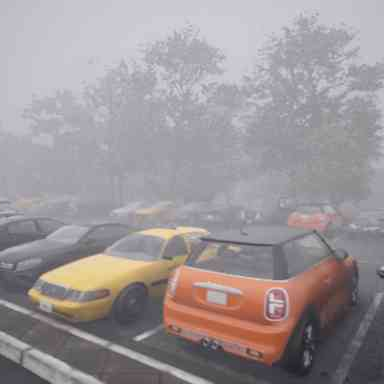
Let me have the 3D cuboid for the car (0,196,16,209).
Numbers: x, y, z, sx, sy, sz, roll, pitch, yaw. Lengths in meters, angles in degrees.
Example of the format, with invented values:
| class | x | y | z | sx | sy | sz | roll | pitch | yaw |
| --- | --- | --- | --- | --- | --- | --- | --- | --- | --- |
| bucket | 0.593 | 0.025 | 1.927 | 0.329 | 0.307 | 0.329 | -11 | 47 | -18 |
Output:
| class | x | y | z | sx | sy | sz | roll | pitch | yaw |
| --- | --- | --- | --- | --- | --- | --- | --- | --- | --- |
| car | -24.831 | 1.342 | 41.183 | 2.097 | 1.535 | 5.008 | 1 | 1 | 36 |

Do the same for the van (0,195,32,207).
| class | x | y | z | sx | sy | sz | roll | pitch | yaw |
| --- | --- | --- | --- | --- | --- | --- | --- | --- | --- |
| van | -9.654 | 1.261 | 14.293 | 1.878 | 1.987 | 4.442 | 0 | 0 | 36 |

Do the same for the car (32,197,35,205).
| class | x | y | z | sx | sy | sz | roll | pitch | yaw |
| --- | --- | --- | --- | --- | --- | --- | --- | --- | --- |
| car | -13.308 | 1.446 | 33.117 | 1.946 | 1.575 | 5.366 | 0 | 0 | 36 |

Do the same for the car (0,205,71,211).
| class | x | y | z | sx | sy | sz | roll | pitch | yaw |
| --- | --- | --- | --- | --- | --- | --- | --- | --- | --- |
| car | -7.460 | 1.493 | 12.578 | 2.097 | 1.535 | 5.008 | 0 | 0 | 36 |

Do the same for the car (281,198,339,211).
| class | x | y | z | sx | sy | sz | roll | pitch | yaw |
| --- | --- | --- | --- | --- | --- | --- | --- | --- | --- |
| car | 6.914 | 1.384 | 18.307 | 2.185 | 1.767 | 4.553 | 0 | 0 | 36 |

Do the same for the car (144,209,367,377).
| class | x | y | z | sx | sy | sz | roll | pitch | yaw |
| --- | --- | --- | --- | --- | --- | --- | --- | --- | --- |
| car | 1.557 | 1.389 | 6.048 | 2.185 | 1.767 | 4.553 | 0 | 0 | 36 |

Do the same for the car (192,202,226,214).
| class | x | y | z | sx | sy | sz | roll | pitch | yaw |
| --- | --- | --- | --- | --- | --- | --- | --- | --- | --- |
| car | 2.425 | 1.528 | 21.609 | 2.163 | 1.488 | 4.792 | 0 | 0 | 36 |

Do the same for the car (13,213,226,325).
| class | x | y | z | sx | sy | sz | roll | pitch | yaw |
| --- | --- | --- | --- | --- | --- | --- | --- | --- | --- |
| car | -0.792 | 1.507 | 7.548 | 1.946 | 1.575 | 5.366 | 0 | 0 | 36 |

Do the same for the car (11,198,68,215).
| class | x | y | z | sx | sy | sz | roll | pitch | yaw |
| --- | --- | --- | --- | --- | --- | --- | --- | --- | --- |
| car | -15.780 | 1.441 | 34.661 | 2.097 | 1.535 | 5.008 | 0 | 0 | 36 |

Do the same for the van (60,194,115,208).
| class | x | y | z | sx | sy | sz | roll | pitch | yaw |
| --- | --- | --- | --- | --- | --- | --- | --- | --- | --- |
| van | -8.962 | 1.238 | 29.620 | 1.878 | 1.987 | 4.442 | 0 | 0 | 36 |

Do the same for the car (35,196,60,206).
| class | x | y | z | sx | sy | sz | roll | pitch | yaw |
| --- | --- | --- | --- | --- | --- | --- | --- | --- | --- |
| car | -11.171 | 1.205 | 31.317 | 2.435 | 2.045 | 5.566 | 0 | 0 | 36 |

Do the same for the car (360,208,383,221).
| class | x | y | z | sx | sy | sz | roll | pitch | yaw |
| --- | --- | --- | --- | --- | --- | --- | --- | --- | --- |
| car | 9.195 | 1.554 | 16.708 | 2.002 | 1.452 | 4.674 | 0 | 0 | 36 |

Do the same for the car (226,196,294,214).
| class | x | y | z | sx | sy | sz | roll | pitch | yaw |
| --- | --- | --- | --- | --- | --- | --- | --- | --- | --- |
| car | 4.656 | 1.253 | 19.934 | 2.435 | 2.045 | 5.566 | 0 | 0 | 36 |

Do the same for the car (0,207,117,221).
| class | x | y | z | sx | sy | sz | roll | pitch | yaw |
| --- | --- | --- | --- | --- | --- | --- | --- | --- | --- |
| car | -5.207 | 1.499 | 10.945 | 2.097 | 1.535 | 5.008 | 0 | 0 | 36 |

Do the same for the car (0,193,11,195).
| class | x | y | z | sx | sy | sz | roll | pitch | yaw |
| --- | --- | --- | --- | --- | --- | --- | --- | --- | --- |
| car | -18.020 | 1.303 | 36.316 | 2.185 | 1.767 | 4.553 | 1 | 0 | 36 |

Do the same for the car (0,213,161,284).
| class | x | y | z | sx | sy | sz | roll | pitch | yaw |
| --- | --- | --- | --- | --- | --- | --- | --- | --- | --- |
| car | -2.942 | 1.545 | 9.325 | 2.002 | 1.452 | 4.674 | 0 | 0 | 36 |

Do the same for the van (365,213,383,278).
| class | x | y | z | sx | sy | sz | roll | pitch | yaw |
| --- | --- | --- | --- | --- | --- | --- | --- | --- | --- |
| van | 3.716 | 1.293 | 4.389 | 1.878 | 1.987 | 4.442 | 0 | 0 | 36 |

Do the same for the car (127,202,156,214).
| class | x | y | z | sx | sy | sz | roll | pitch | yaw |
| --- | --- | --- | --- | --- | --- | --- | --- | --- | --- |
| car | -2.108 | 1.486 | 24.841 | 2.097 | 1.535 | 5.008 | 0 | 0 | 36 |

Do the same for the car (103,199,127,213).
| class | x | y | z | sx | sy | sz | roll | pitch | yaw |
| --- | --- | --- | --- | --- | --- | --- | --- | --- | --- |
| car | -4.371 | 1.519 | 26.465 | 2.002 | 1.452 | 4.674 | 0 | 0 | 36 |

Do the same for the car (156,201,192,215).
| class | x | y | z | sx | sy | sz | roll | pitch | yaw |
| --- | --- | --- | --- | --- | --- | --- | --- | --- | --- |
| car | 0.153 | 1.493 | 23.215 | 2.231 | 1.521 | 4.892 | 0 | 0 | 36 |
